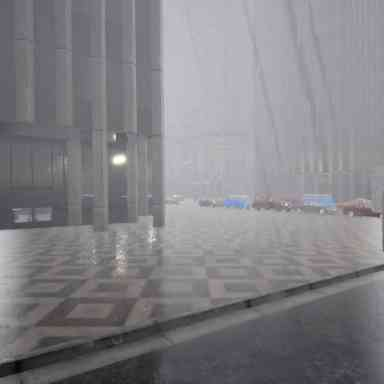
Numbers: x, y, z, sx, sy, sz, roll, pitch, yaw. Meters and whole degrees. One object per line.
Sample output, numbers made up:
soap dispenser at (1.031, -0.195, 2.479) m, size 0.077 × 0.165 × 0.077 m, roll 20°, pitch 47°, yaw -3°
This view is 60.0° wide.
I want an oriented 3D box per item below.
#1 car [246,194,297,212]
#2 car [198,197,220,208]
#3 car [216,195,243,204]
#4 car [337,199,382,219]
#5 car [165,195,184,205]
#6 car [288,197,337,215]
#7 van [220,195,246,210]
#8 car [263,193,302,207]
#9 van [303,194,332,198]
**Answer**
car at (9.078, 1.291, 37.876) m, size 2.192 × 1.841 × 5.009 m, roll -1°, pitch 1°, yaw -36°
car at (2.651, 1.372, 46.866) m, size 1.967 × 1.590 × 4.097 m, roll -1°, pitch 1°, yaw -36°
car at (6.290, 1.297, 56.451) m, size 1.752 × 1.417 × 4.829 m, roll -1°, pitch 1°, yaw -36°
car at (15.509, 1.567, 28.890) m, size 1.887 × 1.381 × 4.507 m, roll -1°, pitch 1°, yaw -36°
car at (-3.777, 1.440, 55.855) m, size 2.008 × 1.369 × 4.403 m, roll -1°, pitch 1°, yaw -36°
car at (12.294, 1.549, 33.384) m, size 2.008 × 1.369 × 4.403 m, roll -1°, pitch 1°, yaw -36°
van at (5.864, 1.295, 42.371) m, size 1.690 × 1.788 × 3.998 m, roll -1°, pitch 1°, yaw -36°
car at (12.811, 1.131, 47.321) m, size 2.192 × 1.841 × 5.009 m, roll -1°, pitch 1°, yaw -36°
van at (16.024, 1.179, 42.826) m, size 1.690 × 1.788 × 3.998 m, roll -1°, pitch 1°, yaw -36°
